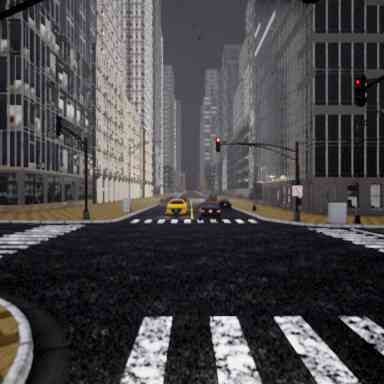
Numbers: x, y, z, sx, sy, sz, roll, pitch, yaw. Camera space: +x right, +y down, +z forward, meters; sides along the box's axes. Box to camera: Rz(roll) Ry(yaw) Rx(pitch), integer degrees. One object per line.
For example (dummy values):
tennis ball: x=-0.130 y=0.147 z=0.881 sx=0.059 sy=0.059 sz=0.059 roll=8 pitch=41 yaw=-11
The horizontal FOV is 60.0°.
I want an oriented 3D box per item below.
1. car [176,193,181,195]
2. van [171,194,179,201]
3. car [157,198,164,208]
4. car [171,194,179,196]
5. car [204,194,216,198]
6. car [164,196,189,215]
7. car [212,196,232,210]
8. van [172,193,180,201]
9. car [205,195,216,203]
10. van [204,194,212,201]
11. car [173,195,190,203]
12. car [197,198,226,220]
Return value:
car: x=-1.523 y=1.312 z=64.607 sx=2.097 sy=1.767 sz=4.553 roll=0 pitch=0 yaw=0
van: x=-4.117 y=1.276 z=80.642 sx=1.690 sy=1.788 sz=3.998 roll=0 pitch=0 yaw=0
car: x=-3.997 y=1.566 z=47.477 sx=1.802 sy=1.307 sz=4.206 roll=0 pitch=0 yaw=0
car: x=-4.057 y=1.528 z=64.060 sx=1.947 sy=1.339 sz=4.313 roll=0 pitch=0 yaw=0
car: x=3.823 y=1.277 z=64.087 sx=2.192 sy=1.841 sz=5.009 roll=0 pitch=0 yaw=0
car: x=-1.479 y=1.476 z=33.483 sx=1.882 sy=1.535 sz=5.008 roll=0 pitch=0 yaw=0
car: x=3.952 y=1.555 z=41.979 sx=1.947 sy=1.339 sz=4.313 roll=0 pitch=0 yaw=0
van: x=-4.137 y=1.266 z=86.170 sx=1.690 sy=1.788 sz=3.998 roll=0 pitch=0 yaw=0
car: x=3.803 y=1.393 z=69.616 sx=1.967 sy=1.590 sz=4.097 roll=0 pitch=0 yaw=0
van: x=3.763 y=1.275 z=80.671 sx=1.690 sy=1.788 sz=3.998 roll=0 pitch=0 yaw=0
car: x=-1.515 y=1.512 z=45.071 sx=1.812 sy=1.442 sz=4.674 roll=0 pitch=0 yaw=0
car: x=1.464 y=1.550 z=28.457 sx=2.033 sy=1.411 sz=5.357 roll=0 pitch=0 yaw=0
